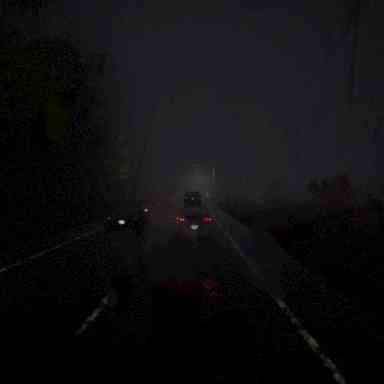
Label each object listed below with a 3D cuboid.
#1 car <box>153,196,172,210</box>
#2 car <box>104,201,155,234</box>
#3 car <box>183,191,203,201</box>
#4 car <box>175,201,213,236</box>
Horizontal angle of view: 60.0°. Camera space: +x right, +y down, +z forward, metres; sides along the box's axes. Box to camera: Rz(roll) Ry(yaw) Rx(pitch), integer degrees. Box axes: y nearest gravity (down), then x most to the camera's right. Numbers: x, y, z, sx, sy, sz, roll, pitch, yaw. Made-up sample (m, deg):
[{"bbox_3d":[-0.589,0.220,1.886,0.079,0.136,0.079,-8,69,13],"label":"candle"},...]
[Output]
[{"bbox_3d":[-3.397,1.188,37.299,1.837,1.490,4.892,0,0,0],"label":"car"},{"bbox_3d":[-3.398,1.412,18.141,1.994,1.385,4.181,0,0,0],"label":"car"},{"bbox_3d":[0.103,0.880,40.190,2.150,2.045,5.566,0,0,0],"label":"car"},{"bbox_3d":[0.101,1.382,17.205,1.812,1.442,4.674,0,0,0],"label":"car"}]
